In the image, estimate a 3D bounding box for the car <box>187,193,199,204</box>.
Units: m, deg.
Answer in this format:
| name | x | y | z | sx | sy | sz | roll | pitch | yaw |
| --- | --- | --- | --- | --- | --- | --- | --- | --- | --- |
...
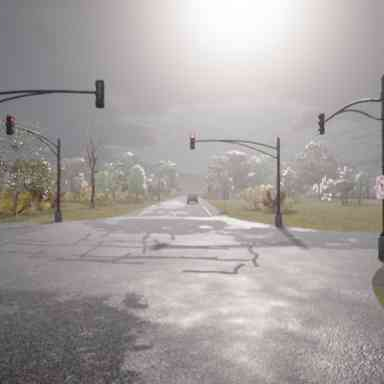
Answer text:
| name | x | y | z | sx | sy | sz | roll | pitch | yaw |
| --- | --- | --- | --- | --- | --- | --- | --- | --- | --- |
| car | 0.151 | 1.269 | 67.563 | 2.150 | 2.045 | 5.566 | 0 | 0 | 0 |
